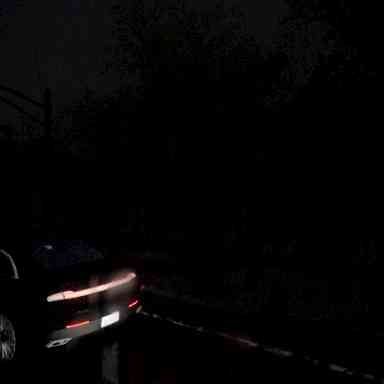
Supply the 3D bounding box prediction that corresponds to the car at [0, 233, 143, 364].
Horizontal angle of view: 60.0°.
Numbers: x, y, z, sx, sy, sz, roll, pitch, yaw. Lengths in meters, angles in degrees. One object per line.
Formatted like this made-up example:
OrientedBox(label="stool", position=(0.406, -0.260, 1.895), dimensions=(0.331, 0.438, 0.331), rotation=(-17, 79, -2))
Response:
OrientedBox(label="car", position=(-3.069, 1.491, 5.864), dimensions=(4.902, 1.511, 2.128), rotation=(0, 0, 35))
